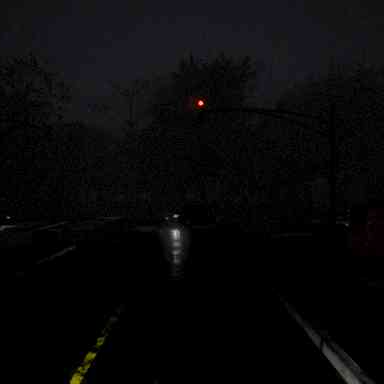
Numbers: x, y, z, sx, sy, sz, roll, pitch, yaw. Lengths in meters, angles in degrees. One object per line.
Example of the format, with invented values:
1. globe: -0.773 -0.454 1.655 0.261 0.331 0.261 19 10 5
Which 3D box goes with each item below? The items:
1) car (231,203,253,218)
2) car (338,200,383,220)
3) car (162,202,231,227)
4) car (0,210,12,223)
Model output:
1. car: 2.928 1.623 29.588 4.718 1.301 1.895 0 0 0
2. car: 14.094 1.411 26.379 4.553 1.767 2.097 0 0 0
3. car: 0.174 1.511 23.130 4.892 1.490 1.837 1 -3 -41
4. car: -14.901 1.472 22.823 4.674 1.442 1.812 0 0 0
